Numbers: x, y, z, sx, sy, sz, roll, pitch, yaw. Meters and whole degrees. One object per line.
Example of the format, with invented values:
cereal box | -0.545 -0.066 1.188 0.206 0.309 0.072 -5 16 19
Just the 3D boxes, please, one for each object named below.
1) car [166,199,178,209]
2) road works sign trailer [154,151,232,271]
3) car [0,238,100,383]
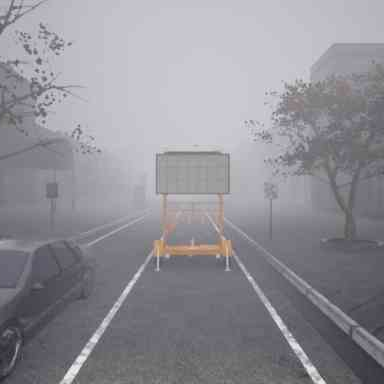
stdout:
car | -2.987 1.616 47.254 1.994 1.385 4.181 0 0 0
road works sign trailer | 0.025 0.479 10.926 2.380 3.560 2.880 0 0 0
car | -3.089 1.554 5.665 2.033 1.411 5.357 0 0 0
